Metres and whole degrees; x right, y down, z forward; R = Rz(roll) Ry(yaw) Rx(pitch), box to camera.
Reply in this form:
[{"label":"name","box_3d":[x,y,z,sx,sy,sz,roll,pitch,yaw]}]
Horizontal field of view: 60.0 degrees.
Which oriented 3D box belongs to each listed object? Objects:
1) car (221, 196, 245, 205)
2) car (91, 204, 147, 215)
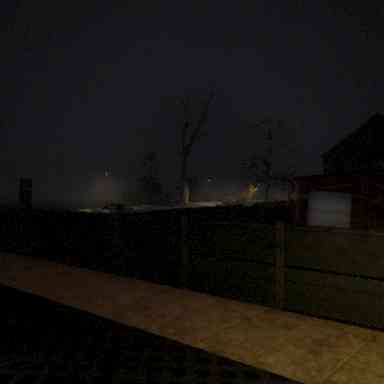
[{"label":"car","box_3d":[6.406,1.352,51.195,2.033,1.411,5.357,4,2,32]},{"label":"car","box_3d":[-5.667,1.597,26.751,1.895,1.301,4.718,4,2,32]}]
